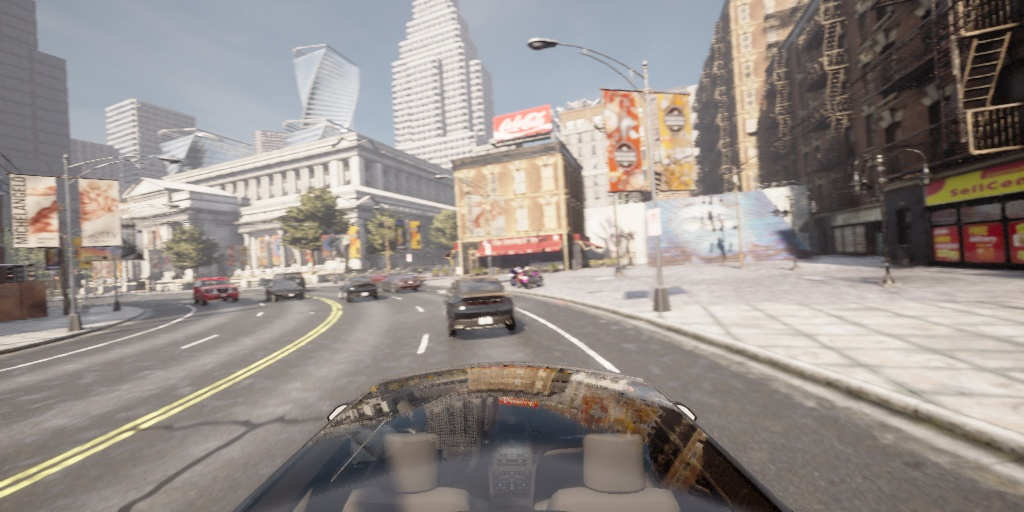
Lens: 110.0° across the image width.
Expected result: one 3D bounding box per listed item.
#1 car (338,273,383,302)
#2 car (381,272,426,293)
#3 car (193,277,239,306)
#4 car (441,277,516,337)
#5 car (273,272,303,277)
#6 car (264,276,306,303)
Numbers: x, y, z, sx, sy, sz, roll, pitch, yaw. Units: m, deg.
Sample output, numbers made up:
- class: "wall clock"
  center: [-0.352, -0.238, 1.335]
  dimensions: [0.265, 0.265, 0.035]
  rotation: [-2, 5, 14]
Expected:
- class: "car"
  center: [-10.077, 2.090, 23.440]
  dimensions: [1.837, 1.490, 4.892]
  rotation: [-3, 0, -31]
- class: "car"
  center: [-8.919, 2.092, 28.188]
  dimensions: [2.033, 1.411, 5.357]
  rotation: [-3, -1, -37]
- class: "car"
  center: [-23.449, 2.724, 28.324]
  dimensions: [5.566, 2.045, 2.150]
  rotation: [-5, -1, 41]
- class: "car"
  center: [-1.155, 1.404, 11.216]
  dimensions: [1.837, 1.490, 4.892]
  rotation: [-3, -1, -12]
- class: "car"
  center: [-23.849, 2.822, 37.649]
  dimensions: [5.566, 2.045, 2.150]
  rotation: [-4, -1, 35]
- class: "car"
  center: [-16.862, 2.531, 26.524]
  dimensions: [1.882, 1.535, 5.008]
  rotation: [-3, -1, -42]
